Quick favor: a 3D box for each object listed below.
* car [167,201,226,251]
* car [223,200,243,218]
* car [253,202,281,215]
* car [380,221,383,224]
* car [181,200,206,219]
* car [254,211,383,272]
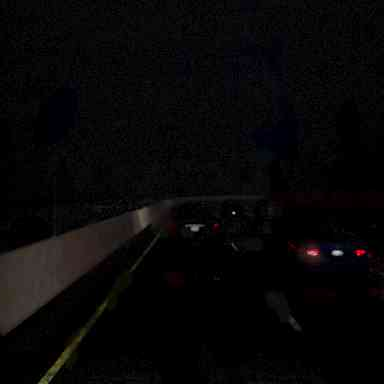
[{"bbox_3d":[0.104,1.376,14.275,2.097,1.767,4.553,0,0,0],"label":"car"},{"bbox_3d":[3.609,1.556,31.238,1.837,1.490,4.892,0,0,0],"label":"car"},{"bbox_3d":[7.109,1.616,31.800,1.994,1.385,4.181,0,0,0],"label":"car"},{"bbox_3d":[7.102,1.495,10.642,1.882,1.535,5.008,0,0,0],"label":"car"},{"bbox_3d":[0.108,1.543,31.172,2.128,1.511,4.902,0,0,0],"label":"car"},{"bbox_3d":[3.604,1.566,10.752,2.033,1.411,5.357,0,0,0],"label":"car"}]
